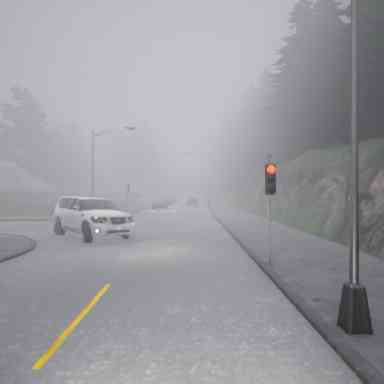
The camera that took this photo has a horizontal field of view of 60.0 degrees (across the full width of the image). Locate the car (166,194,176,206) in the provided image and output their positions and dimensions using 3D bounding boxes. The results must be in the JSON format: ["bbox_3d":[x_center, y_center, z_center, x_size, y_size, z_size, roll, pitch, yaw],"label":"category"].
[{"bbox_3d":[-4.113,1.477,53.772,1.882,1.535,5.008,0,0,0],"label":"car"}]

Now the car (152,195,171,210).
[{"bbox_3d":[-4.103,1.526,43.481,1.812,1.442,4.674,0,0,0],"label":"car"}]

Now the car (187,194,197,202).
[{"bbox_3d":[-0.028,1.354,73.609,2.097,1.767,4.553,0,0,0],"label":"car"}]

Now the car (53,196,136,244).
[{"bbox_3d":[-4.968,1.222,16.433,2.150,2.045,5.566,2,-2,-42],"label":"car"}]

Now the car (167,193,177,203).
[{"bbox_3d":[-4.068,1.221,64.451,2.150,2.045,5.566,0,0,0],"label":"car"}]

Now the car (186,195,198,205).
[{"bbox_3d":[0.076,1.477,57.686,1.882,1.535,5.008,0,0,0],"label":"car"}]
